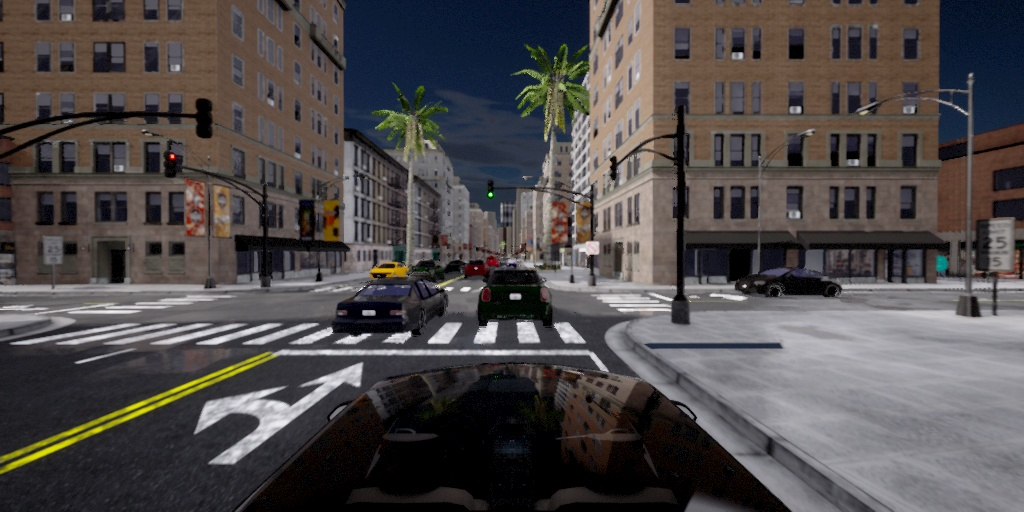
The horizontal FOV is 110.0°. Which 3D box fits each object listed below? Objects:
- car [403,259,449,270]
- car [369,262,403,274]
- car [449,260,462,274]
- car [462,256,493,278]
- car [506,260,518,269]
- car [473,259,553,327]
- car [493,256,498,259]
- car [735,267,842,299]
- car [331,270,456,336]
[{"bbox_3d":[-6.611,1.111,28.008,2.097,1.767,4.553,0,0,0],"label":"car"},{"bbox_3d":[-9.867,1.238,29.017,1.882,1.535,5.008,0,0,0],"label":"car"},{"bbox_3d":[-6.614,1.275,42.168,1.837,1.490,4.892,0,0,0],"label":"car"},{"bbox_3d":[-3.170,1.115,33.779,2.097,1.767,4.553,0,0,0],"label":"car"},{"bbox_3d":[-0.035,1.382,59.234,1.895,1.301,4.718,0,0,0],"label":"car"},{"bbox_3d":[0.090,1.115,11.742,2.097,1.767,4.553,0,0,0],"label":"car"},{"bbox_3d":[-3.280,1.004,59.243,2.150,2.045,5.566,0,0,0],"label":"car"},{"bbox_3d":[13.151,1.255,17.207,4.181,1.385,1.994,0,1,0],"label":"car"},{"bbox_3d":[-3.159,1.313,10.411,2.033,1.411,5.357,0,0,0],"label":"car"}]
